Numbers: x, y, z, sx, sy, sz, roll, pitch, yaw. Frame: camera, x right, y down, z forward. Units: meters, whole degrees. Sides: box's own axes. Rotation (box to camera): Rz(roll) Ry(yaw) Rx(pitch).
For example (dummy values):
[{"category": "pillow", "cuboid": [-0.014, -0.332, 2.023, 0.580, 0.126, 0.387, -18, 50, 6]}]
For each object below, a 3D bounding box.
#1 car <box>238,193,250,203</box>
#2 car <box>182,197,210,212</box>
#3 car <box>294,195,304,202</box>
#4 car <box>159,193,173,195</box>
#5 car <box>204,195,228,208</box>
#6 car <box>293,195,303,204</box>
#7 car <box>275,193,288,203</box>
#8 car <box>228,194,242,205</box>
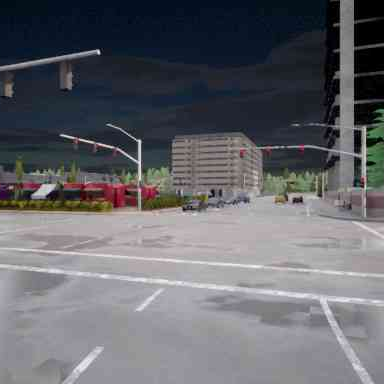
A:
[{"category": "car", "cuboid": [10.202, 1.221, 67.083, 2.150, 2.045, 5.566, 0, 0, 20]}, {"category": "car", "cuboid": [0.320, 1.564, 38.466, 1.994, 1.385, 4.181, 0, 0, 18]}, {"category": "car", "cuboid": [24.818, 1.525, 77.347, 2.128, 1.511, 4.902, 0, 0, 19]}, {"category": "car", "cuboid": [-7.884, 1.209, 81.479, 4.605, 1.855, 1.932, 0, 0, 19]}, {"category": "car", "cuboid": [3.347, 1.505, 47.250, 1.837, 1.490, 4.892, 0, 0, 19]}, {"category": "car", "cuboid": [20.744, 1.478, 65.109, 1.882, 1.535, 5.008, 0, 0, 19]}, {"category": "car", "cuboid": [18.304, 1.478, 69.013, 1.882, 1.535, 5.008, 0, 0, 19]}, {"category": "car", "cuboid": [6.707, 1.492, 57.046, 2.128, 1.511, 4.902, 0, 0, 19]}]
